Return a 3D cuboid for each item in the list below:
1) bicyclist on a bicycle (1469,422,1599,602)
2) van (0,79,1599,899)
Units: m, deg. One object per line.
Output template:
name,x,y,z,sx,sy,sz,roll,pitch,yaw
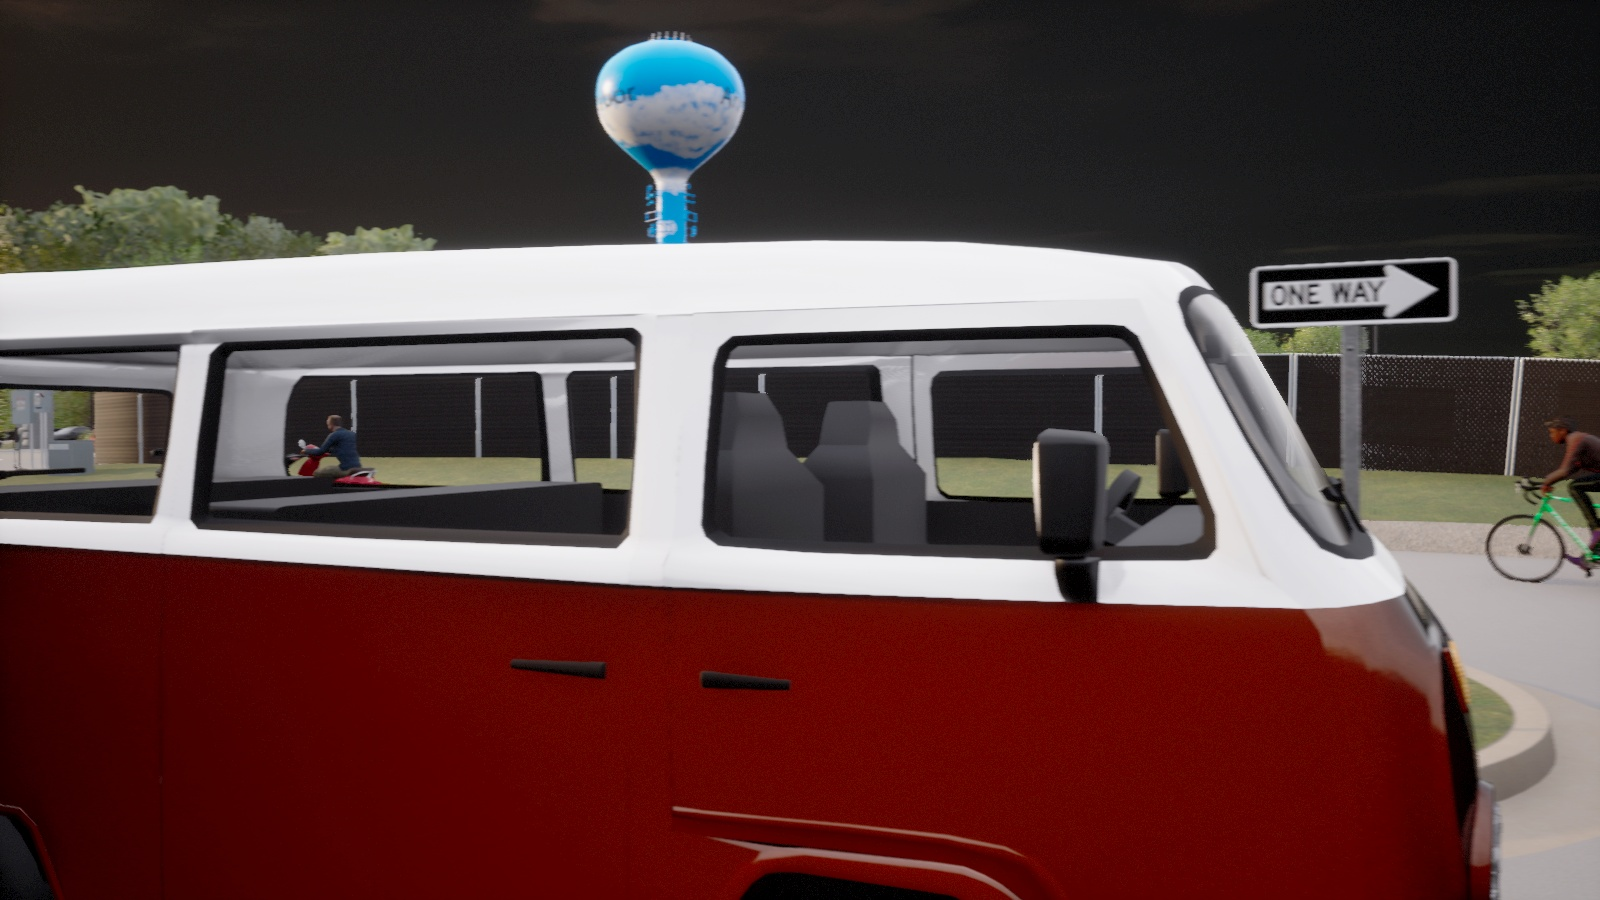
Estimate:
bicyclist on a bicycle,7.260,0.553,11.762,0.582,1.620,1.656,-4,3,-43
van,-0.666,0.498,3.420,4.480,2.038,2.069,1,1,21
